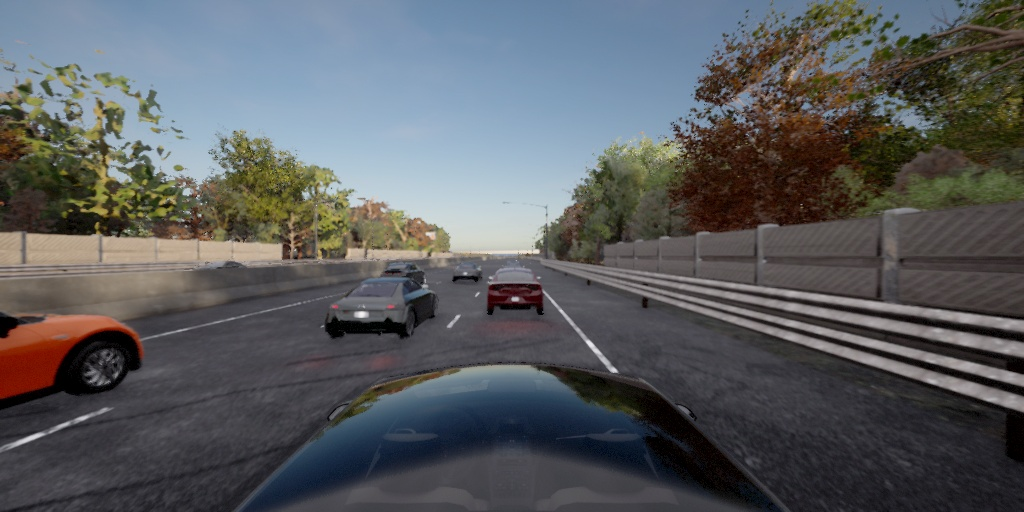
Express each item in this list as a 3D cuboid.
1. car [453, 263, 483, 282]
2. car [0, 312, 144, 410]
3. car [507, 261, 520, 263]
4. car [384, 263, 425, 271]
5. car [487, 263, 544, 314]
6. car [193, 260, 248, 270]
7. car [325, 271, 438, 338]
[{"bbox_3d":[-3.387,1.230,27.978,1.994,1.385,4.181,0,0,0],"label":"car"},{"bbox_3d":[-6.902,1.094,3.764,2.097,1.767,4.553,0,0,0],"label":"car"},{"bbox_3d":[0.111,1.200,32.956,2.033,1.411,5.357,0,0,0],"label":"car"},{"bbox_3d":[-6.895,1.185,23.103,1.837,1.490,4.892,0,0,0],"label":"car"},{"bbox_3d":[0.106,1.187,13.622,1.882,1.535,5.008,0,0,0],"label":"car"},{"bbox_3d":[-24.491,1.101,30.292,1.812,1.442,4.674,0,0,0],"label":"car"},{"bbox_3d":[-3.394,1.284,10.095,1.994,1.385,4.181,0,0,0],"label":"car"}]
